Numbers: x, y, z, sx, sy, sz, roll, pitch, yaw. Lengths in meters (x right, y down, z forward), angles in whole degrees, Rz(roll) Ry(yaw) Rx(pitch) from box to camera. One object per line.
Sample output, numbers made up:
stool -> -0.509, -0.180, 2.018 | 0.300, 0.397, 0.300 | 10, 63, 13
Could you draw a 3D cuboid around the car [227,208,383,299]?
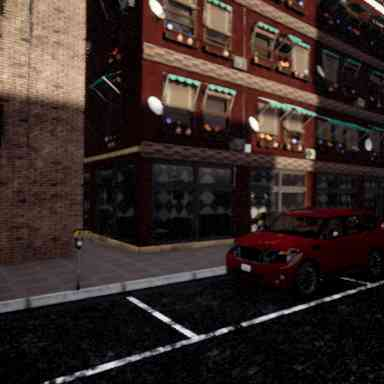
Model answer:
car -> 3.259, 1.392, 8.871 | 5.009, 1.841, 2.192 | 1, 0, -35
